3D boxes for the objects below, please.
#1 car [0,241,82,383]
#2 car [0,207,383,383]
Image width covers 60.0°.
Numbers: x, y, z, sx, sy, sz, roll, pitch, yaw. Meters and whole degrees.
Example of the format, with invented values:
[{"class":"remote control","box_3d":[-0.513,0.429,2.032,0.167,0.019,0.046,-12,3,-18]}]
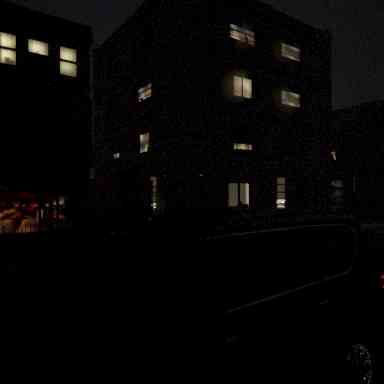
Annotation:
[{"class":"car","box_3d":[-3.804,1.551,3.848,4.403,1.369,2.008,0,0,-36]},{"class":"car","box_3d":[-0.282,1.221,3.180,5.566,2.045,2.150,0,0,-36]}]
